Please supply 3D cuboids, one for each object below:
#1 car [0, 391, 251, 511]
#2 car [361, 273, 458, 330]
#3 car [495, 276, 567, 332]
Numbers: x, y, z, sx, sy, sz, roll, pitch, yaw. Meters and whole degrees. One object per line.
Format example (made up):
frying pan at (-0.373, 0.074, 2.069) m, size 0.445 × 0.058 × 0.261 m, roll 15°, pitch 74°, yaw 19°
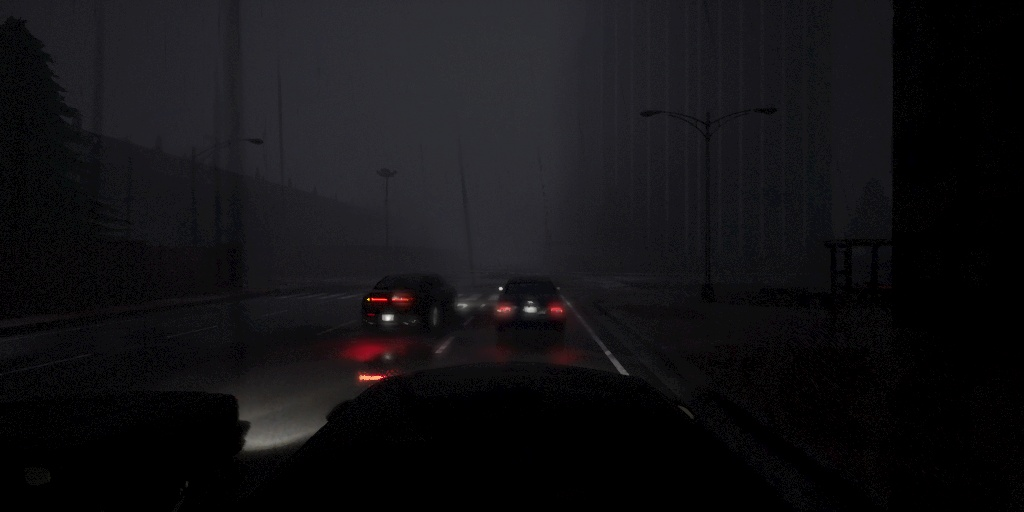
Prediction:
car at (-3.247, 1.297, 0.746) m, size 2.033 × 1.411 × 5.357 m, roll 0°, pitch 0°, yaw -1°
car at (-2.935, 1.255, 11.158) m, size 1.837 × 1.490 × 4.892 m, roll 0°, pitch 0°, yaw 2°
car at (0.534, 1.297, 10.820) m, size 2.033 × 1.411 × 5.357 m, roll 0°, pitch 0°, yaw 2°
